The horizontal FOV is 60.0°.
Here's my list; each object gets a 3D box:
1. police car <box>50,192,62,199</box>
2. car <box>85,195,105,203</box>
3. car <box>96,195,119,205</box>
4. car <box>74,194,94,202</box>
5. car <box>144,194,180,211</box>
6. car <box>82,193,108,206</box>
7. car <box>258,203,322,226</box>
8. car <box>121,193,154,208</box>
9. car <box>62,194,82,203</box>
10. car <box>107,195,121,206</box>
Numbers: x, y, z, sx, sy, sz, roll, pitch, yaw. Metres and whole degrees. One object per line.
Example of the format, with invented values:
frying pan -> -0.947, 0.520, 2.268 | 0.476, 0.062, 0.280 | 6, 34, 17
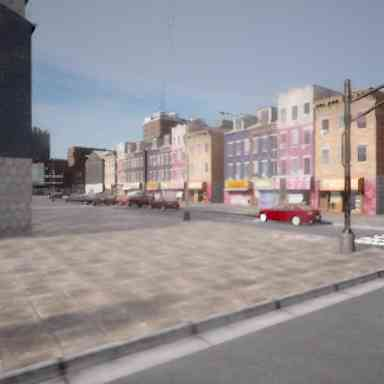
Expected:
police car -> -30.446, 0.738, 74.442 | 1.930, 1.638, 5.238 | 0, 0, -35
car -> -15.583, 1.096, 53.281 | 1.802, 1.307, 4.206 | 0, 0, -35
car -> -12.439, 1.141, 48.845 | 1.802, 1.307, 4.206 | 0, 0, -35
car -> -18.727, 1.020, 57.718 | 2.008, 1.369, 4.403 | 0, 0, -35
car -> -3.008, 1.250, 35.536 | 1.887, 1.381, 4.507 | 1, 0, -35
car -> -12.775, 0.941, 44.828 | 2.097, 1.767, 4.553 | 0, 1, -35
car -> 6.422, 1.409, 22.228 | 1.887, 1.381, 4.507 | 1, 0, -35
car -> -6.149, 0.970, 39.971 | 2.192, 1.841, 5.009 | 1, 0, -35
car -> -18.649, 1.051, 53.036 | 2.033, 1.411, 5.357 | 0, 1, -35
car -> -9.296, 1.189, 44.409 | 1.802, 1.307, 4.206 | 1, 0, -35
